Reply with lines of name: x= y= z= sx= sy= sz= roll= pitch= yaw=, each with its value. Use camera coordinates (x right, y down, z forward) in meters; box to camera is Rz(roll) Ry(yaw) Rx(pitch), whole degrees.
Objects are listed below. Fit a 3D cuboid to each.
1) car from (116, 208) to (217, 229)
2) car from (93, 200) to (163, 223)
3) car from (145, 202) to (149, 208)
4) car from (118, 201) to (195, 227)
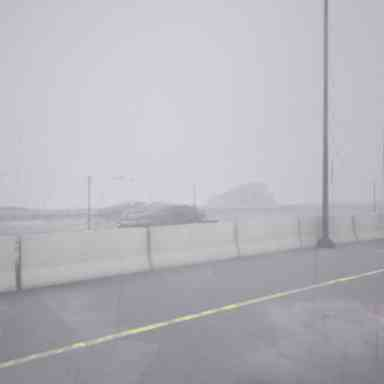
car: x=-1.158 y=1.576 z=15.714 sx=4.718 sy=1.301 sz=1.895 roll=0 pitch=0 yaw=-33
car: x=-4.893 y=1.446 z=25.747 sx=4.902 sy=1.511 sz=2.128 roll=0 pitch=0 yaw=-32
car: x=-1.395 y=1.474 z=19.692 sx=4.892 sy=1.490 sz=1.837 roll=0 pitch=0 yaw=-32
car: x=-2.447 y=1.454 z=23.153 sx=4.902 sy=1.511 sz=2.128 roll=0 pitch=0 yaw=-31
